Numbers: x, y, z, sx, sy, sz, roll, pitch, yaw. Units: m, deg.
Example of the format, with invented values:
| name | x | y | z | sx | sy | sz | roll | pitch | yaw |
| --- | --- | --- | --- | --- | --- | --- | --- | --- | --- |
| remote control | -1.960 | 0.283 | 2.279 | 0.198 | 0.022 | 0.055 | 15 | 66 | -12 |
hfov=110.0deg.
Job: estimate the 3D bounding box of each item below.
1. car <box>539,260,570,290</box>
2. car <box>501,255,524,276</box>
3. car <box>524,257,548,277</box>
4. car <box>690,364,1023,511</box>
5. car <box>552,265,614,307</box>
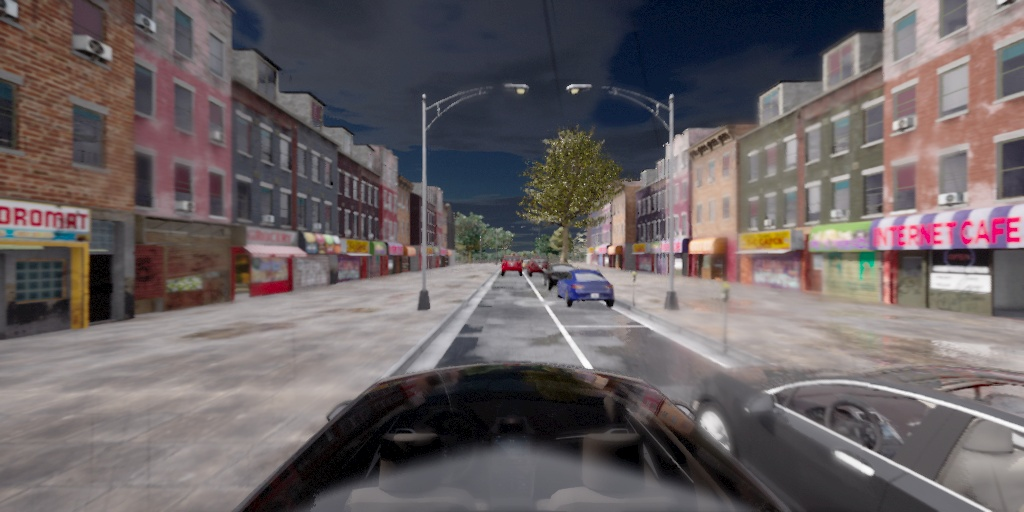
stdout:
| name | x | y | z | sx | sy | sz | roll | pitch | yaw |
| --- | --- | --- | --- | --- | --- | --- | --- | --- | --- |
| car | 2.989 | 1.214 | 22.285 | 1.882 | 1.535 | 5.008 | 0 | 0 | 0 |
| car | 0.004 | 0.946 | 37.337 | 2.150 | 2.045 | 5.566 | 0 | 0 | 0 |
| car | 2.595 | 1.042 | 35.190 | 2.192 | 1.841 | 5.009 | 0 | 0 | 0 |
| car | 2.638 | 1.300 | 1.915 | 2.007 | 1.370 | 4.403 | 0 | 0 | 0 |
| car | 3.006 | 1.266 | 15.284 | 1.812 | 1.442 | 4.674 | 0 | 0 | 0 |
